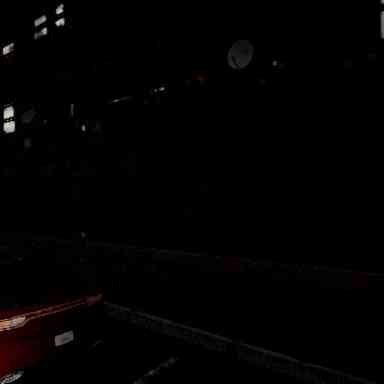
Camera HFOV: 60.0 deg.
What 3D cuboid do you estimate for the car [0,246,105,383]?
[{"bbox_3d":[-3.259,1.508,5.066,4.507,1.381,1.887,0,-1,36],"label":"car"}]
